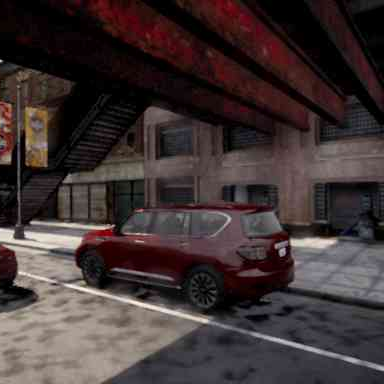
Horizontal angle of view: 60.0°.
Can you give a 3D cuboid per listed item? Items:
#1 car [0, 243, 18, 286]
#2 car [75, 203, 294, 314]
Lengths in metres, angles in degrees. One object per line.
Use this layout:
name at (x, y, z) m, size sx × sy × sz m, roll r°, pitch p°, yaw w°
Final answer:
car at (-6.226, 1.641, 8.513) m, size 4.674 × 1.442 × 1.812 m, roll -1°, pitch 0°, yaw 36°
car at (-0.436, 1.291, 7.989) m, size 5.566 × 2.045 × 2.435 m, roll -1°, pitch -1°, yaw 36°
